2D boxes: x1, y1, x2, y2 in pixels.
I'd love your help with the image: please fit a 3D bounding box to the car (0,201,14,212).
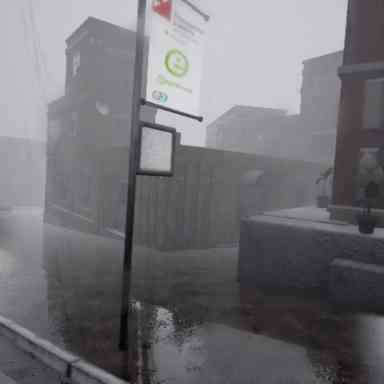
[{"bbox_3d":[-25.571,1.917,43.963,2.128,1.511,4.902,4,-2,4],"label":"car"}]
